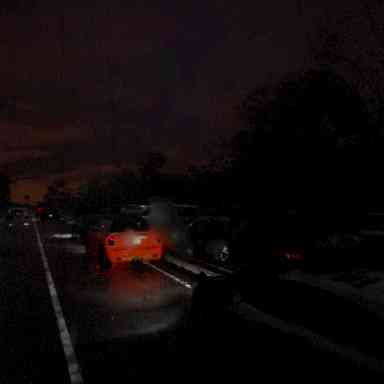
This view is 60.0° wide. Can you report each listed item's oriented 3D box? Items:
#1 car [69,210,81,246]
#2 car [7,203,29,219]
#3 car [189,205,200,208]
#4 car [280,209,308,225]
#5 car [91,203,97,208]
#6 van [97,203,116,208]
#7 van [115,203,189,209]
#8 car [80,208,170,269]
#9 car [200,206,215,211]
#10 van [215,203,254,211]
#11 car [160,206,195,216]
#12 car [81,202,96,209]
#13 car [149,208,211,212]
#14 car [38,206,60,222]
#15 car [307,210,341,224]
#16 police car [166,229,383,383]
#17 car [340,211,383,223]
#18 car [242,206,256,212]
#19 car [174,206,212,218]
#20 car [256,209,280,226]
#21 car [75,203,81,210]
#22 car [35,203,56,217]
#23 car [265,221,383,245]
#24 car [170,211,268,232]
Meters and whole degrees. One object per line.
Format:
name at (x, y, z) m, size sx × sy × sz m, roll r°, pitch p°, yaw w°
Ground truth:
car at (-5.426, 1.966, 18.125) m, size 1.837 × 1.490 × 4.892 m, roll 1°, pitch -2°, yaw -26°
car at (-21.971, 2.352, 42.125) m, size 2.150 × 2.045 × 5.566 m, roll 1°, pitch -2°, yaw -26°
car at (1.389, 2.710, 44.321) m, size 4.674 × 1.452 × 2.002 m, roll 1°, pitch -2°, yaw -26°
car at (10.012, 2.201, 26.847) m, size 5.008 × 1.535 × 2.097 m, roll 1°, pitch -2°, yaw -26°
car at (-6.652, 2.148, 30.988) m, size 4.553 × 1.767 × 2.185 m, roll 1°, pitch -2°, yaw -26°
van at (-5.486, 1.981, 28.440) m, size 4.442 × 1.987 × 1.878 m, roll 1°, pitch -2°, yaw -26°
van at (-2.793, 1.854, 23.519) m, size 4.442 × 1.987 × 1.878 m, roll 1°, pitch -2°, yaw -26°
car at (-2.755, 1.673, 12.714) m, size 2.097 × 1.767 × 4.553 m, roll 1°, pitch -2°, yaw -26°
car at (3.822, 2.401, 39.318) m, size 4.553 × 1.767 × 2.185 m, roll 1°, pitch -2°, yaw -26°
van at (5.184, 2.235, 36.894) m, size 4.442 × 1.987 × 1.878 m, roll 1°, pitch -2°, yaw -26°
car at (-2.308, 2.908, 51.811) m, size 5.008 × 1.535 × 2.097 m, roll 1°, pitch -2°, yaw -26°
car at (-7.837, 2.091, 33.529) m, size 5.566 × 2.045 × 2.435 m, roll 1°, pitch -2°, yaw -26°
car at (-1.660, 2.013, 20.946) m, size 5.008 × 1.535 × 2.097 m, roll 1°, pitch -2°, yaw -26°
car at (-15.749, 2.520, 36.934) m, size 1.994 × 1.385 × 4.181 m, roll 1°, pitch -2°, yaw -25°
car at (11.226, 2.166, 24.340) m, size 4.792 × 1.488 × 2.163 m, roll 1°, pitch -2°, yaw -26°
police car at (1.614, 1.533, 3.853) m, size 1.930 × 1.638 × 5.238 m, roll 1°, pitch -2°, yaw -26°
car at (12.513, 2.102, 21.871) m, size 4.792 × 1.488 × 2.163 m, roll 1°, pitch -2°, yaw -26°
car at (7.545, 2.370, 31.840) m, size 4.674 × 1.452 × 2.002 m, roll 1°, pitch -2°, yaw -26°
car at (0.161, 2.745, 46.822) m, size 5.008 × 1.535 × 2.097 m, roll 1°, pitch -2°, yaw -26°
car at (8.616, 2.260, 29.264) m, size 5.366 × 1.575 × 1.946 m, roll 1°, pitch -2°, yaw -26°
car at (-11.555, 2.311, 41.070) m, size 5.566 × 2.045 × 2.435 m, roll 1°, pitch -2°, yaw -26°
car at (-22.003, 2.619, 49.540) m, size 2.150 × 2.045 × 5.566 m, roll 1°, pitch -2°, yaw -26°
car at (4.556, 1.699, 8.387) m, size 5.008 × 1.535 × 2.097 m, roll 1°, pitch -2°, yaw -26°
car at (0.829, 1.884, 15.919) m, size 4.892 × 1.521 × 2.231 m, roll 1°, pitch -2°, yaw -26°
